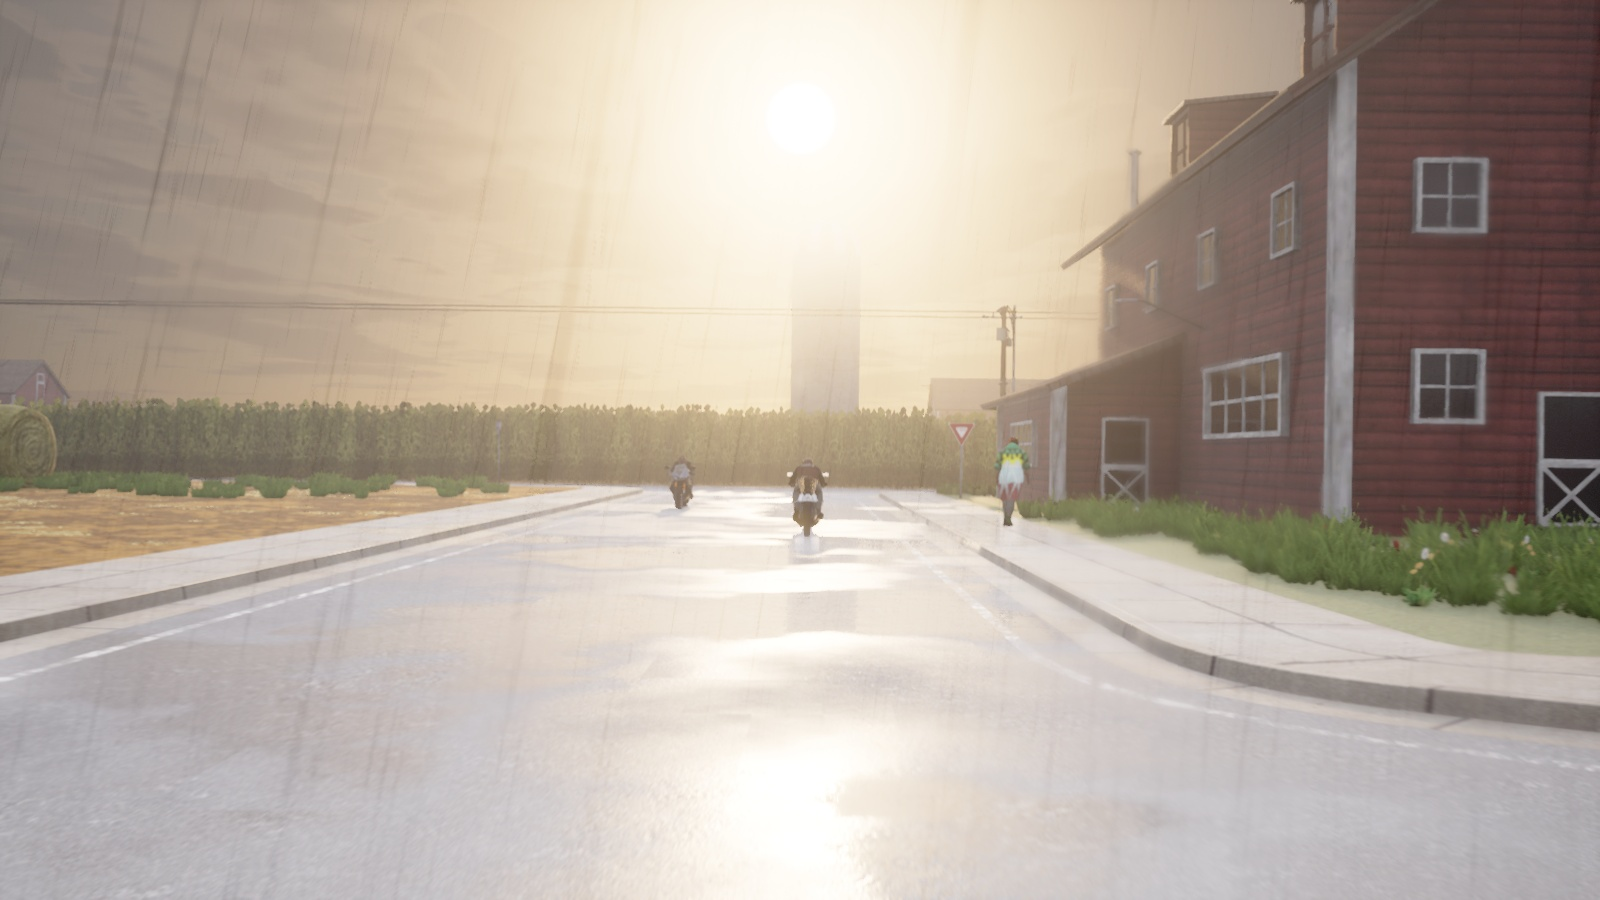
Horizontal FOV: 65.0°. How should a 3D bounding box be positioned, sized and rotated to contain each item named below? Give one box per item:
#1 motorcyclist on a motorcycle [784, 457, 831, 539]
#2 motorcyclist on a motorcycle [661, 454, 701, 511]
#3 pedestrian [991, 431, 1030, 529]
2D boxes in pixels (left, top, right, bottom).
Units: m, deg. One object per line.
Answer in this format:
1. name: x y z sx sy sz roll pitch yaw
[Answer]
1. motorcyclist on a motorcycle: 0.145 0.908 24.691 0.866 1.530 2.191 1 0 0
2. motorcyclist on a motorcycle: -3.305 0.883 35.029 0.866 1.530 2.191 1 0 0
3. pedestrian: 4.307 0.603 25.673 0.659 1.952 0.873 1 0 17
